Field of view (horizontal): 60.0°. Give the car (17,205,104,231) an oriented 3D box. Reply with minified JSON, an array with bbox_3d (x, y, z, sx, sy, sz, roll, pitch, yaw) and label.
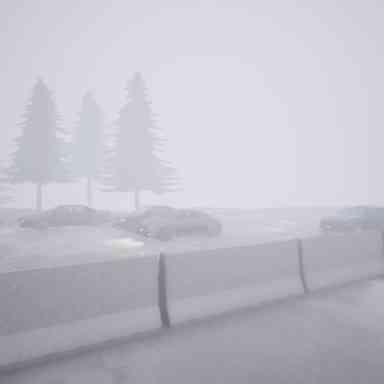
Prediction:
[{"bbox_3d":[-7.443,1.468,19.959,5.357,1.411,2.033,0,0,-33],"label":"car"}]

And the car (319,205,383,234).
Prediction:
[{"bbox_3d":[8.886,1.441,17.509,5.008,1.535,1.882,0,0,-28],"label":"car"}]

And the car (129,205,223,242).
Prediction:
[{"bbox_3d":[-0.571,1.511,16.001,4.181,1.385,1.994,0,0,-32],"label":"car"}]

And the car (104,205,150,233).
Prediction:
[{"bbox_3d":[-2.312,1.460,19.054,4.674,1.442,1.812,0,0,-32],"label":"car"}]
